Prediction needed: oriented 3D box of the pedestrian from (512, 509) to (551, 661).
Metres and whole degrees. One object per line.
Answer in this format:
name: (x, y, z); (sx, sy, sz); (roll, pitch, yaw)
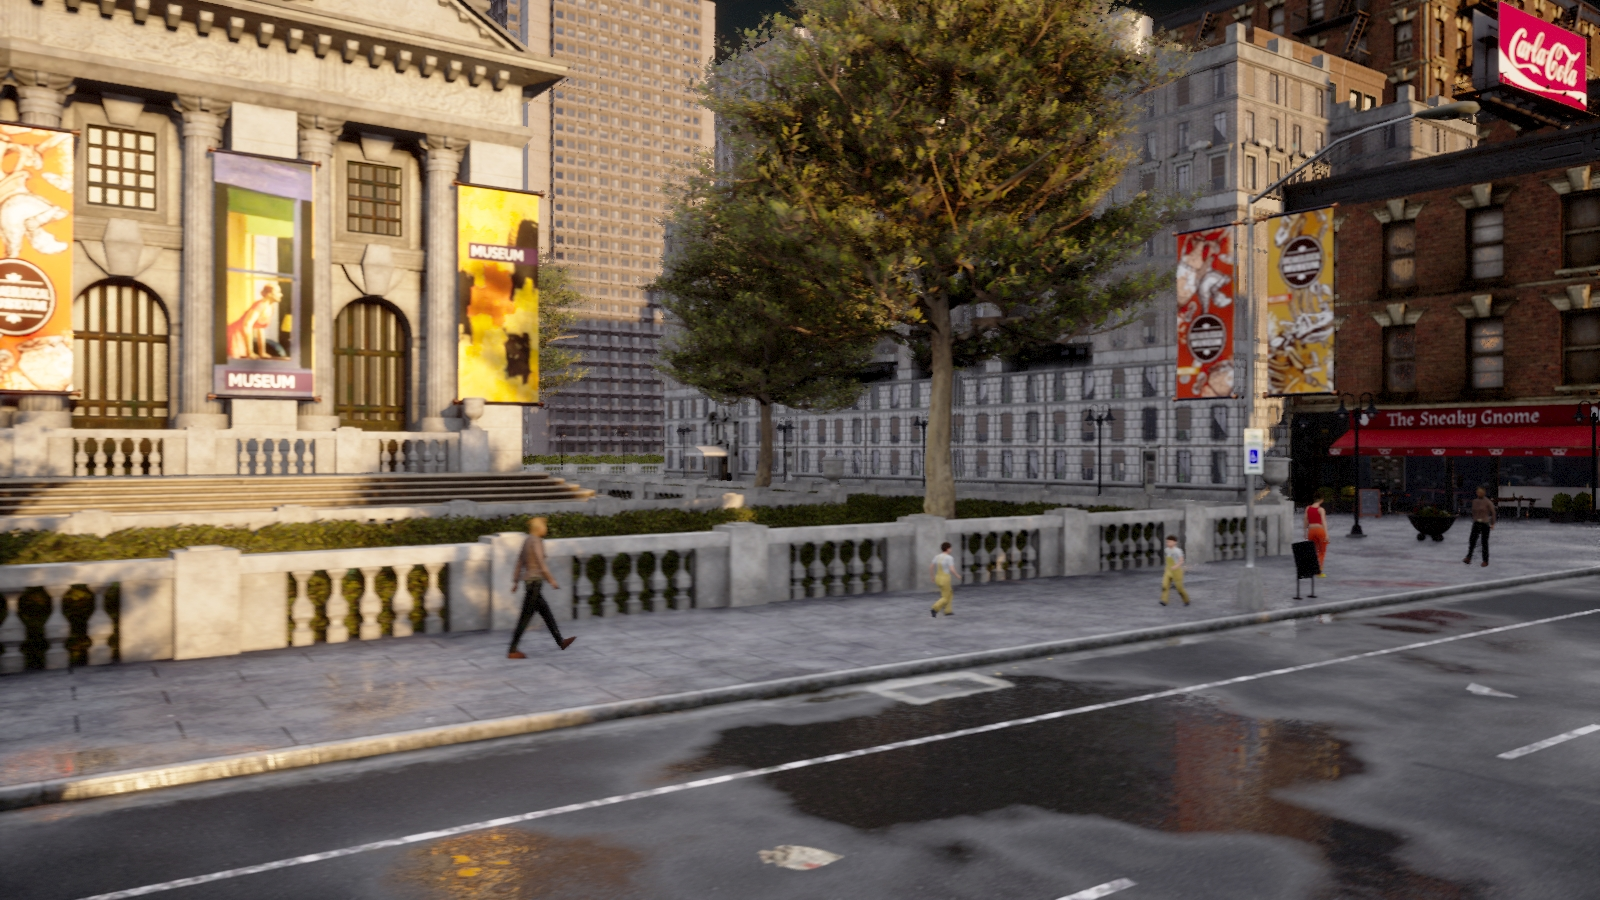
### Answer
pedestrian: (-3.404, 1.697, 14.476); (0.375, 1.860, 0.375); (0, 0, -31)

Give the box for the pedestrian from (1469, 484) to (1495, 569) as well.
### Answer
pedestrian: (15.256, 1.696, 25.576); (0.375, 1.860, 0.375); (0, 0, -34)

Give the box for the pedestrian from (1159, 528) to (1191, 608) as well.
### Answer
pedestrian: (6.323, 1.978, 19.269); (0.375, 1.300, 0.375); (0, 0, -36)

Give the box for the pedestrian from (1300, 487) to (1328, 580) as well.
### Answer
pedestrian: (10.486, 1.697, 23.322); (0.375, 1.860, 0.375); (0, 0, -32)

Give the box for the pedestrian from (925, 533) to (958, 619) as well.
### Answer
pedestrian: (2.227, 1.976, 18.001); (0.375, 1.300, 0.375); (0, 0, -30)
